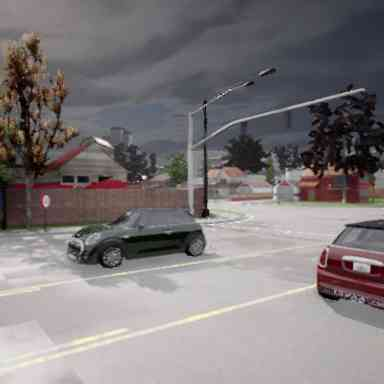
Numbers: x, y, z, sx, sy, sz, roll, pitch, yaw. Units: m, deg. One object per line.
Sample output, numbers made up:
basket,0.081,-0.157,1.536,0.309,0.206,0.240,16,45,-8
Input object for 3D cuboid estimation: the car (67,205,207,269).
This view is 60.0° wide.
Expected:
car,-1.765,1.357,11.300,4.553,1.767,2.097,0,0,-35

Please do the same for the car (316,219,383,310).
car,4.733,1.362,7.122,4.553,1.767,2.097,0,0,-36
